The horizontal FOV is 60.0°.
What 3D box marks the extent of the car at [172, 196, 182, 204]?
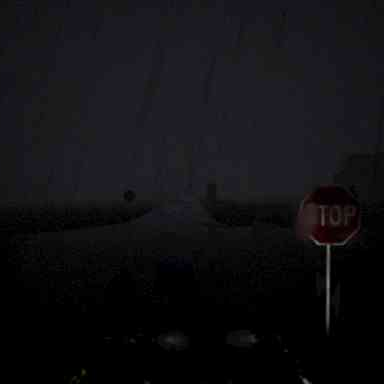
[{"bbox_3d":[-2.901,1.549,65.951,2.033,1.411,5.357,0,0,0],"label":"car"}]
